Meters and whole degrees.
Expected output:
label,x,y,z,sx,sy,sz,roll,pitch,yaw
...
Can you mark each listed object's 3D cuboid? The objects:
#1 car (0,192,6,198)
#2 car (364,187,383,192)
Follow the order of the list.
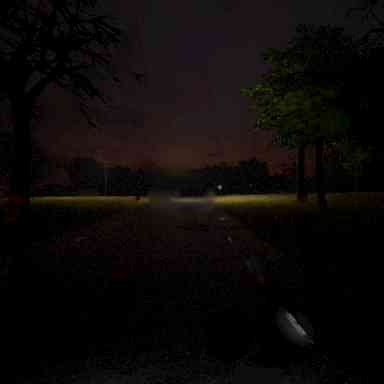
label,x,y,z,sx,sy,sz,roll,pitch,yaw
car,-43.088,0.270,71.421,5.566,2.045,2.150,-1,-2,1
car,43.799,-0.471,78.901,5.357,1.411,2.033,-1,-2,-1
